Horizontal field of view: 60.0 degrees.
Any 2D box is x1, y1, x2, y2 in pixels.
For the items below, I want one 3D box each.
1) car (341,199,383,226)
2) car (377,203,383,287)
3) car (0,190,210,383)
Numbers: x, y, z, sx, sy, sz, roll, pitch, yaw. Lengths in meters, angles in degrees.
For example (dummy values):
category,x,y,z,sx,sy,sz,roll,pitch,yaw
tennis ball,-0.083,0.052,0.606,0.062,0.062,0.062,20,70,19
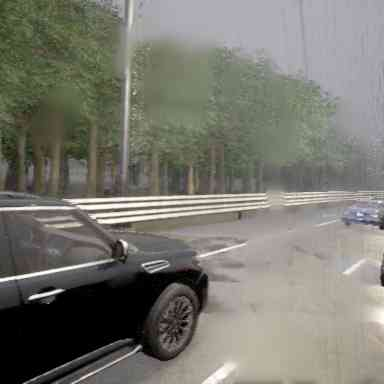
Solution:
category,x,y,z,sx,sy,sz,roll,pitch,yaw
car,9.577,1.094,17.724,2.033,1.411,5.357,5,3,40
car,5.972,1.213,7.786,2.097,1.767,4.553,4,3,39
car,-2.057,0.964,3.219,2.150,2.045,5.566,4,3,37
